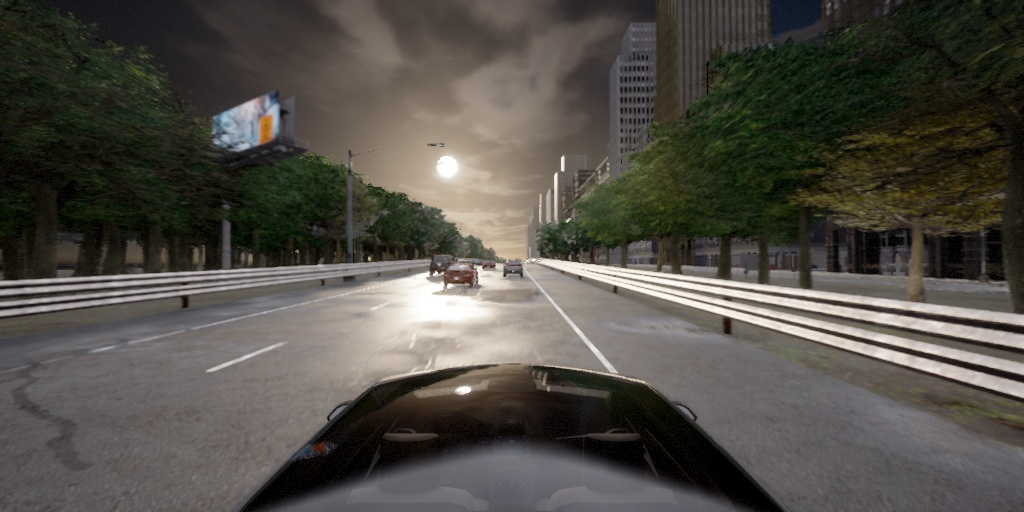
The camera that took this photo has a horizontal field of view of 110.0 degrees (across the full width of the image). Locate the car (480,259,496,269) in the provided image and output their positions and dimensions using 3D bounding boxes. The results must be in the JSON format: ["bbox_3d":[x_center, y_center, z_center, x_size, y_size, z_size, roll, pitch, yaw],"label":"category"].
[{"bbox_3d":[-3.367,1.221,54.240,1.895,1.301,4.718,0,0,0],"label":"car"}]

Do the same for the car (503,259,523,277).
[{"bbox_3d":[0.122,1.195,35.564,2.128,1.511,4.902,0,0,0],"label":"car"}]

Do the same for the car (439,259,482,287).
[{"bbox_3d":[-3.386,1.214,24.385,1.882,1.535,5.008,0,0,0],"label":"car"}]

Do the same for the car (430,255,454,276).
[{"bbox_3d":[-6.879,0.921,36.638,2.150,2.045,5.566,0,0,0],"label":"car"}]
